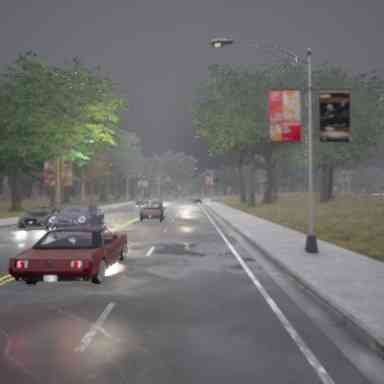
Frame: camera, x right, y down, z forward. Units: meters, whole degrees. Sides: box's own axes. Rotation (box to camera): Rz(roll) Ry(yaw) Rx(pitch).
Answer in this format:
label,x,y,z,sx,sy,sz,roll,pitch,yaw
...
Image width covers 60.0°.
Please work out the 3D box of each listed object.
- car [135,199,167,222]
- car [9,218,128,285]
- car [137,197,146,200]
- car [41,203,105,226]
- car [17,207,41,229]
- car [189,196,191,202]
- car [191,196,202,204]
label,x,y,z,sx,sy,sz,roll,pitch,yaw
car,-3.131,1.627,27.468,2.128,1.511,4.902,0,0,0
car,-3.144,1.649,9.627,1.895,1.301,4.718,0,0,0
car,-9.718,1.814,64.228,1.837,1.490,4.892,0,0,1
car,-6.584,1.448,19.395,2.097,1.767,4.553,0,0,0
car,-9.831,1.674,22.252,1.994,1.385,4.181,0,0,0
car,0.067,1.942,93.008,2.128,1.511,4.902,0,0,0
car,1.190,1.868,73.345,1.837,1.490,4.892,0,0,0
